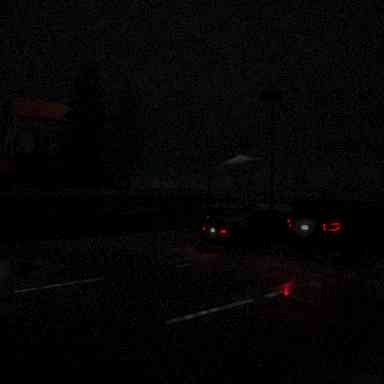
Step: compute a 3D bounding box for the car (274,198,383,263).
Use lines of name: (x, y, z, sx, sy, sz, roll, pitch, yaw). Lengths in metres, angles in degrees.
car: (5.812, 1.226, 12.234, 5.566, 2.045, 2.150, 0, 0, -35)

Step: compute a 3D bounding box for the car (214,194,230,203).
car: (4.674, 1.612, 65.000, 1.895, 1.301, 4.718, 0, 0, -35)

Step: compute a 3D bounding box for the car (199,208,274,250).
car: (2.857, 1.550, 14.425, 5.357, 1.411, 2.033, 0, 0, -35)

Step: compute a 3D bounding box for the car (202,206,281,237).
car: (2.812, 1.567, 18.691, 4.181, 1.385, 1.994, 0, 0, -35)

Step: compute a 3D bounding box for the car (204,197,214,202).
car: (1.605, 1.574, 63.238, 1.994, 1.385, 4.181, 0, 0, -35)

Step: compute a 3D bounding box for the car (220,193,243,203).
car: (7.665, 1.233, 66.854, 2.150, 2.045, 5.566, 0, 0, -36)
